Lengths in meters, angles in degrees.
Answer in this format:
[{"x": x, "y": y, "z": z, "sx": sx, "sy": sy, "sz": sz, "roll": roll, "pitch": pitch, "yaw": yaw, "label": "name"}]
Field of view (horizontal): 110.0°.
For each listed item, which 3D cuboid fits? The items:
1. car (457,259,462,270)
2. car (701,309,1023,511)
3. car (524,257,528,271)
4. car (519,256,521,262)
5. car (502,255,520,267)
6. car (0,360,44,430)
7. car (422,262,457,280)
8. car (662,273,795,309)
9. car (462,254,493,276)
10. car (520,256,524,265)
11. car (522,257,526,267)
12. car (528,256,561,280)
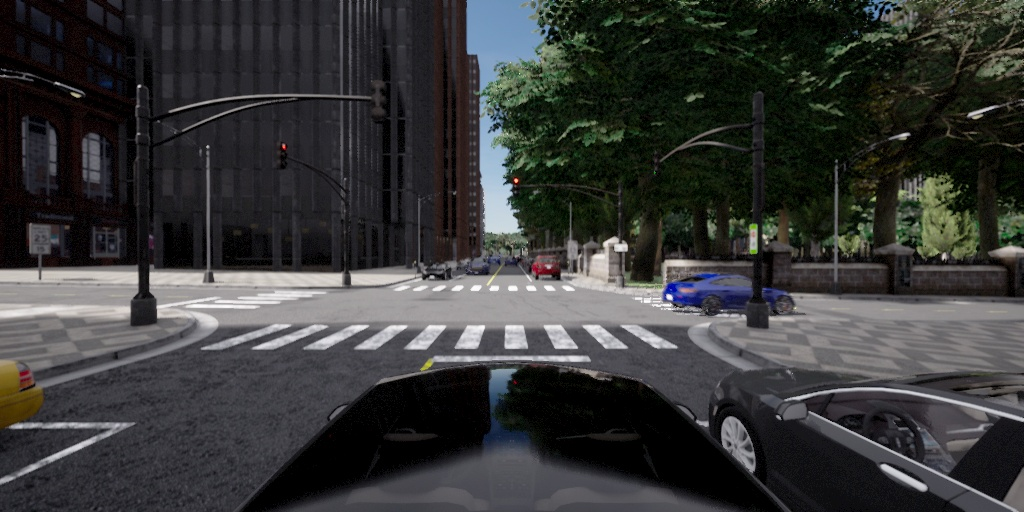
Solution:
[{"x": -5.907, "y": 1.047, "z": 44.784, "sx": 2.007, "sy": 1.370, "sz": 4.403, "roll": 0, "pitch": 0, "yaw": 0, "label": "car"}, {"x": 2.764, "y": 1.300, "z": 1.788, "sx": 2.007, "sy": 1.370, "sz": 4.403, "roll": 0, "pitch": 0, "yaw": 0, "label": "car"}, {"x": 2.636, "y": 1.092, "z": 39.364, "sx": 1.948, "sy": 1.339, "sz": 4.313, "roll": 0, "pitch": 0, "yaw": 0, "label": "car"}, {"x": 2.581, "y": 0.877, "z": 55.733, "sx": 1.967, "sy": 1.591, "sz": 4.097, "roll": 0, "pitch": 0, "yaw": 0, "label": "car"}, {"x": -0.140, "y": 0.774, "z": 58.663, "sx": 2.097, "sy": 1.767, "sz": 4.553, "roll": 0, "pitch": 0, "yaw": 0, "label": "car"}, {"x": -5.760, "y": 1.275, "z": 1.580, "sx": 1.751, "sy": 1.417, "sz": 4.829, "roll": 0, "pitch": 0, "yaw": 0, "label": "car"}, {"x": -5.852, "y": 1.152, "z": 28.414, "sx": 1.948, "sy": 1.339, "sz": 4.313, "roll": 0, "pitch": 0, "yaw": 0, "label": "car"}, {"x": 7.981, "y": 1.381, "z": 13.345, "sx": 4.674, "sy": 1.442, "sz": 1.812, "roll": 1, "pitch": -1, "yaw": -10, "label": "car"}, {"x": -3.207, "y": 0.905, "z": 34.403, "sx": 2.097, "sy": 1.767, "sz": 4.553, "roll": 0, "pitch": 0, "yaw": 0, "label": "car"}, {"x": 2.599, "y": 1.017, "z": 50.277, "sx": 2.007, "sy": 1.370, "sz": 4.403, "roll": 0, "pitch": 0, "yaw": 0, "label": "car"}, {"x": 2.618, "y": 1.047, "z": 44.820, "sx": 2.007, "sy": 1.370, "sz": 4.403, "roll": 0, "pitch": 0, "yaw": 0, "label": "car"}, {"x": 2.674, "y": 0.900, "z": 28.452, "sx": 2.192, "sy": 1.841, "sz": 5.009, "roll": 0, "pitch": 0, "yaw": 0, "label": "car"}]
